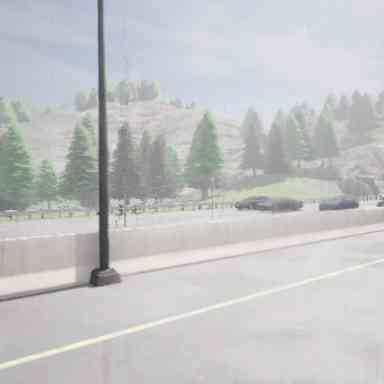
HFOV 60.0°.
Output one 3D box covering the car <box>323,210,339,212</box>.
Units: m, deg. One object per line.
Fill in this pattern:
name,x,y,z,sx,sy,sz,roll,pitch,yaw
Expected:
car,13.762,1.086,30.970,4.674,1.442,1.812,-1,0,-35
